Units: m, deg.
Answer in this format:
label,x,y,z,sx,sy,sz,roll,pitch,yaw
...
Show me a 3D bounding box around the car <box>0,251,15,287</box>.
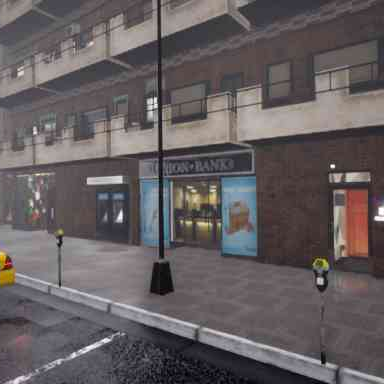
label,x,y,z,sx,sy,sz,roll,pitch,yaw
car,-6.187,1.458,7.767,5.366,1.575,1.801,0,0,36
